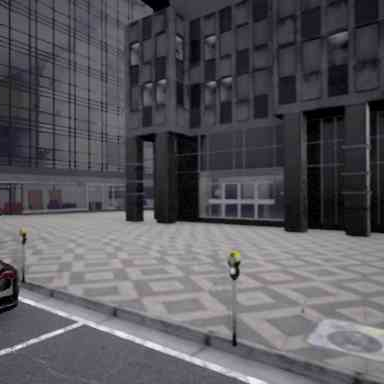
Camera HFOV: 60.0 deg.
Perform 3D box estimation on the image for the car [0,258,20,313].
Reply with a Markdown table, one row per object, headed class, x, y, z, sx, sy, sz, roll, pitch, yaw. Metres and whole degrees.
| class | x | y | z | sx | sy | sz | roll | pitch | yaw |
| --- | --- | --- | --- | --- | --- | --- | --- | --- | --- |
| car | -5.047 | 1.599 | 6.447 | 4.313 | 1.339 | 1.947 | 0 | 0 | 35 |
